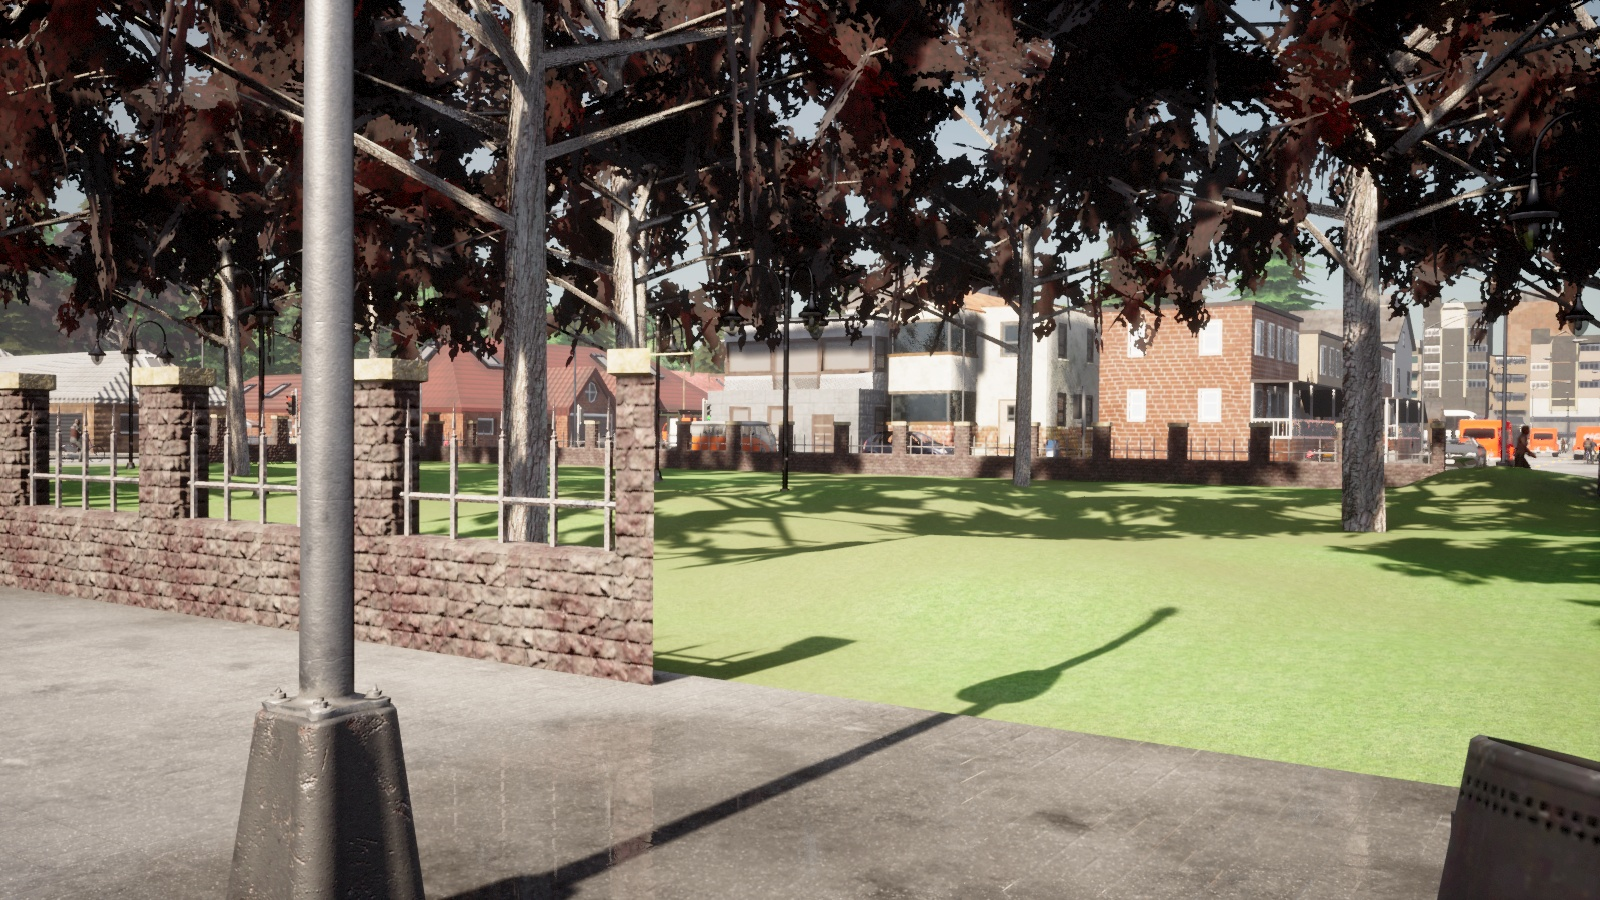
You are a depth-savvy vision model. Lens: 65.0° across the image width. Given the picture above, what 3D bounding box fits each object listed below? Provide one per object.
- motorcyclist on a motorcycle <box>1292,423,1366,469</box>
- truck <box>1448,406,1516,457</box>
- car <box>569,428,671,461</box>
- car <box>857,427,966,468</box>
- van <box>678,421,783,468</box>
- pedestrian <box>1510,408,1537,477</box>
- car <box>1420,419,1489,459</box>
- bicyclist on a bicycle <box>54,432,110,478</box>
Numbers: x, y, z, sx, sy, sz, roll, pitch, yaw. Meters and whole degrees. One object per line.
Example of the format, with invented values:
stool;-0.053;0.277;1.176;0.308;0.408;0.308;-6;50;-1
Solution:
motorcyclist on a motorcycle;19.578;-0.130;46.503;2.350;1.649;0.766;-1;-2;1
truck;34.977;-0.950;64.313;2.627;2.467;5.204;0;1;34
car;-9.286;-0.290;64.733;5.027;1.651;2.152;0;1;34
car;4.492;-0.104;50.719;3.988;1.617;1.851;0;1;32
van;-3.100;-0.249;55.745;4.442;1.987;1.775;0;1;31
pedestrian;19.738;-0.205;34.251;0.634;1.846;0.331;0;1;33
car;28.429;-0.491;54.459;2.152;1.651;5.027;0;1;34
bicyclist on a bicycle;-28.707;0.176;50.233;0.659;1.776;1.843;0;1;32
